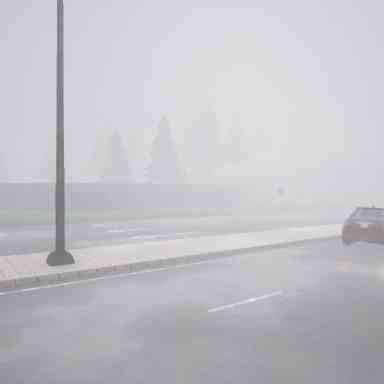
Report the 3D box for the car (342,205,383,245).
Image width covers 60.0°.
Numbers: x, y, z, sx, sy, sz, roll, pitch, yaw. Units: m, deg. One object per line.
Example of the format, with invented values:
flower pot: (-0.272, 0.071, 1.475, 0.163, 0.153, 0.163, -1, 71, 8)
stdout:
car: (8.443, 1.350, 14.186, 4.553, 1.767, 2.097, 0, 0, -35)
